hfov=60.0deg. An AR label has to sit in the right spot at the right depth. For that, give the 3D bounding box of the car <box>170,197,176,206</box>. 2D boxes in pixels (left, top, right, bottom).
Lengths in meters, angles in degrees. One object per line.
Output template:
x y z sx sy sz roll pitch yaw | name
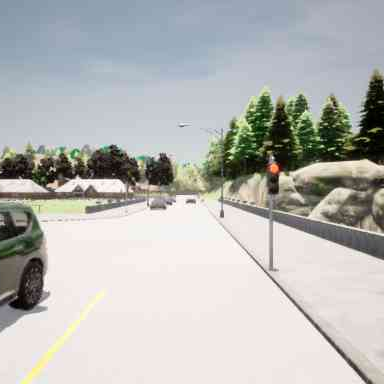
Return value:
-4.245 1.547 55.493 2.033 1.411 5.357 0 0 0 | car

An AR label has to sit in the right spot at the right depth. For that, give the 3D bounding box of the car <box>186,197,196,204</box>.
-0.180 1.601 63.408 1.895 1.301 4.718 0 0 0 | car

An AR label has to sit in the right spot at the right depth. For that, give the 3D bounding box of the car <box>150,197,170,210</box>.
-4.222 1.526 42.700 1.812 1.442 4.674 0 0 -1 | car

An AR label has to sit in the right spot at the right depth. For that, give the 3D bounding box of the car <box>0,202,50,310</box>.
-4.113 1.221 4.891 2.150 2.045 5.566 0 0 0 | car
